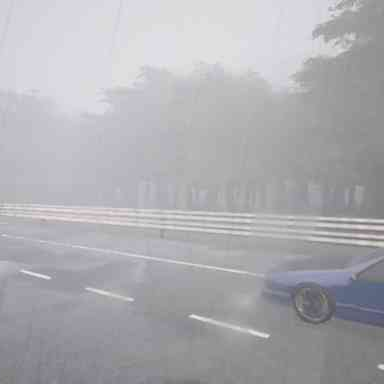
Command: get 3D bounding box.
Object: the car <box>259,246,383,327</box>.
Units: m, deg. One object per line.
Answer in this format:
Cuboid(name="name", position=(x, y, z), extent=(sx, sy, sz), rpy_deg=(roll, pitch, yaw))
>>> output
Cuboid(name="car", position=(3.888, 1.549, 5.393), extent=(5.357, 1.411, 2.033), rpy_deg=(0, 0, 36))
